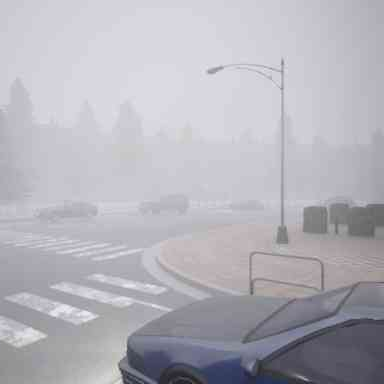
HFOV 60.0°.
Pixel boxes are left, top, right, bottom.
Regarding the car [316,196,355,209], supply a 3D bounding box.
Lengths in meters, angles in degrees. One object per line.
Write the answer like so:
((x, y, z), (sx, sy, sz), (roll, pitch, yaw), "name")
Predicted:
((18.489, 1.296, 43.009), (4.553, 1.767, 2.097), (0, 0, -3), "car")

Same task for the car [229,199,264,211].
((6.529, 1.505, 39.792), (4.181, 1.385, 1.994), (0, 0, -25), "car")

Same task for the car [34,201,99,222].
((-9.530, 1.432, 25.515), (2.128, 1.511, 4.902), (0, 0, 37), "car")

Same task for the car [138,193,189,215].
((-2.751, 1.162, 33.604), (5.566, 2.045, 2.150), (0, 0, -43), "car")

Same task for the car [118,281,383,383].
((1.829, 1.548, 2.682), (5.357, 1.411, 2.033), (0, 0, 36), "car")
